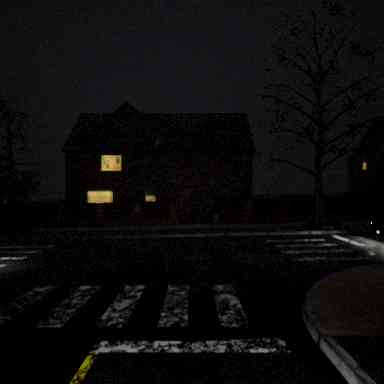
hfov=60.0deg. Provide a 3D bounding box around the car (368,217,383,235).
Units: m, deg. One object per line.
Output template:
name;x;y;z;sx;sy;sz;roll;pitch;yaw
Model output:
car;10.452;1.228;14.009;5.357;1.411;2.033;-1;1;-1
